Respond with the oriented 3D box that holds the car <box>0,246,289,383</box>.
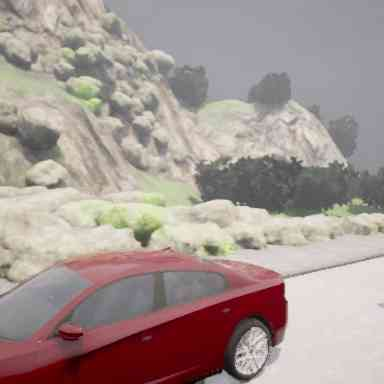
[{"bbox_3d":[-0.994,1.483,3.896,5.008,1.535,1.882,0,0,-35],"label":"car"}]
